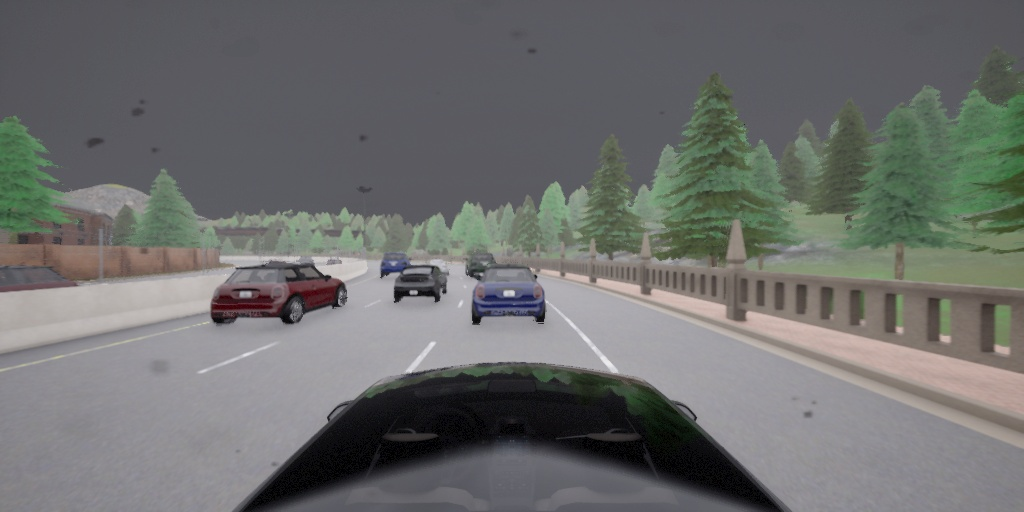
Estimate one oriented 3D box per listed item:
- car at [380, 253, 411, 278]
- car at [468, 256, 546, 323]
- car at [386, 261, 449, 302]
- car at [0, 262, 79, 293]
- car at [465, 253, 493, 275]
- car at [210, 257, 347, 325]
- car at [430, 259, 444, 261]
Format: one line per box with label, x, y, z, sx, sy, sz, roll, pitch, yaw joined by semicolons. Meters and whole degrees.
car;-9.895;0.734;30.641;2.150;2.045;5.566;0;0;-13
car;-0.190;1.018;11.855;2.097;1.767;4.553;0;0;-3
car;-3.994;1.136;16.138;1.837;1.490;4.892;0;0;-5
car;-14.287;1.041;9.120;2.097;1.767;4.553;0;0;-2
car;-2.735;0.733;30.725;2.150;2.045;5.566;0;0;-12
car;-7.176;1.020;11.629;2.097;1.767;4.553;0;0;-3
car;-6.836;1.023;32.531;1.812;1.442;4.674;0;0;-14
